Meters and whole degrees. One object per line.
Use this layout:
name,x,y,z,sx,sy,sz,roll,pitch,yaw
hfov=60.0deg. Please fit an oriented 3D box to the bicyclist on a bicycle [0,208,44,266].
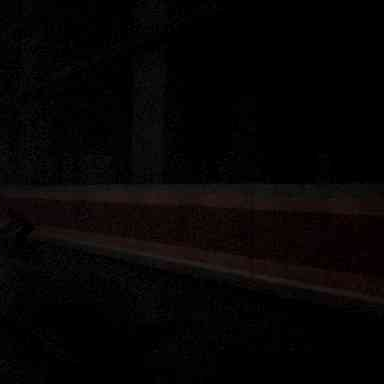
bicyclist on a bicycle,-5.035,1.283,9.519,0.582,1.620,1.656,1,-1,41
